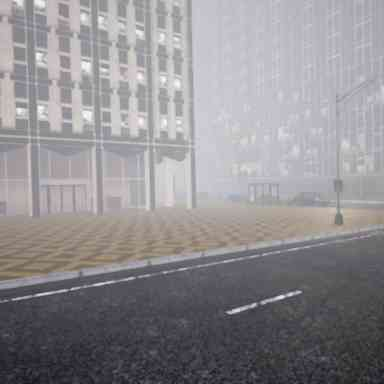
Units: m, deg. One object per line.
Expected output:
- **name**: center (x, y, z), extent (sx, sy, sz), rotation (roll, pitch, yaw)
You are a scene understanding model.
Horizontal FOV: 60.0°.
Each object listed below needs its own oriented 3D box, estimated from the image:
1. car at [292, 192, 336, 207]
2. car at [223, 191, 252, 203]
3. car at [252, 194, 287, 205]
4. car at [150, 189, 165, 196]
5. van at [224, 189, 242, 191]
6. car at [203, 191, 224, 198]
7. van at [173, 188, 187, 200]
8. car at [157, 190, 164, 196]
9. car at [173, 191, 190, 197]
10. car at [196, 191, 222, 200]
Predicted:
- **car**: center (13.124, 0.983, 36.821), extent (1.947, 1.339, 4.313), rotation (-1, 1, -34)
- **car**: center (6.779, 0.874, 46.254), extent (1.947, 1.339, 4.313), rotation (-1, 1, -34)
- **car**: center (9.935, 0.945, 41.527), extent (1.802, 1.307, 4.206), rotation (-1, 1, -34)
- **car**: center (-8.686, 0.112, 83.860), extent (1.967, 1.590, 4.097), rotation (-1, 1, -34)
- **van**: center (7.333, 0.290, 60.387), extent (1.690, 1.788, 3.998), rotation (-1, 1, -34)
- **car**: center (4.132, 0.477, 65.086), extent (1.802, 1.307, 4.206), rotation (-1, 1, -34)
- **van**: center (-2.791, 0.486, 60.361), extent (1.690, 1.788, 3.998), rotation (-1, 1, -34)
- **car**: center (-5.483, 0.043, 79.164), extent (2.192, 1.841, 5.009), rotation (-1, 1, -34)
- **car**: center (-2.276, 0.365, 74.475), extent (1.802, 1.307, 4.206), rotation (-1, 1, -34)
- **car**: center (2.520, 0.646, 57.217), extent (1.812, 1.442, 4.674), rotation (-2, 2, -34)
